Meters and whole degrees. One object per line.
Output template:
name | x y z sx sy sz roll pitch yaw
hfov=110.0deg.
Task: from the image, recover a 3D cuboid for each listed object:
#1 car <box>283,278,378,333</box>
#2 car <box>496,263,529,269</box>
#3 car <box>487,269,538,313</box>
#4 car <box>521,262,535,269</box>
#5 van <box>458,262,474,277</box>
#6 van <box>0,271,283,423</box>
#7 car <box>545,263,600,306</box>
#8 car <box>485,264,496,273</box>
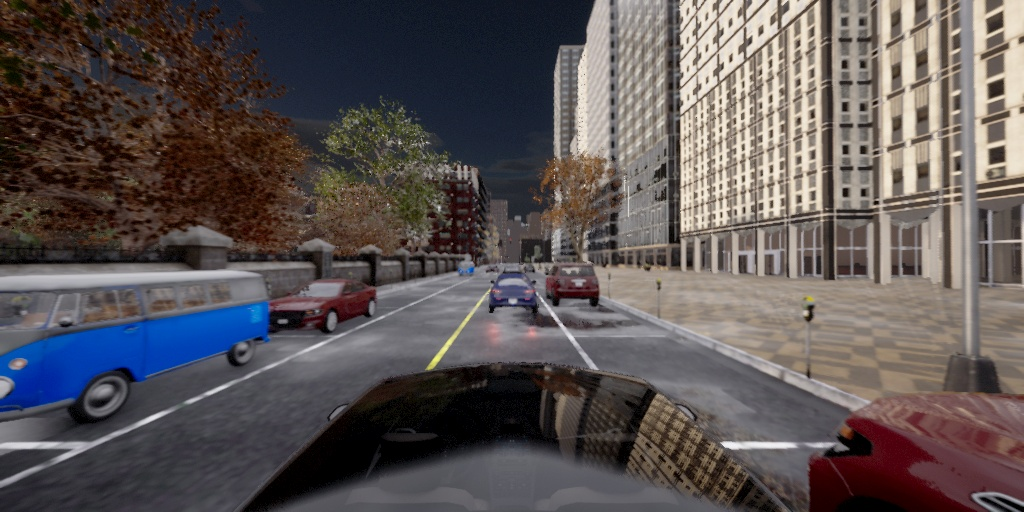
car | -5.690 1.407 11.151 1.888 1.381 4.507 0 0 0
car | 0.051 1.577 29.193 2.128 1.511 4.902 0 -1 0
car | 0.054 1.432 14.865 1.812 1.442 4.674 0 0 0
car | 2.699 2.001 56.201 1.948 1.339 4.313 0 0 0
van | -5.683 1.627 44.938 1.690 1.789 3.998 0 0 0
van | -5.691 1.136 5.519 1.690 1.789 3.998 0 0 0
car | 2.691 1.245 16.781 2.192 1.841 5.009 0 0 0
car | -3.060 2.002 56.420 1.994 1.385 4.181 0 -1 0
